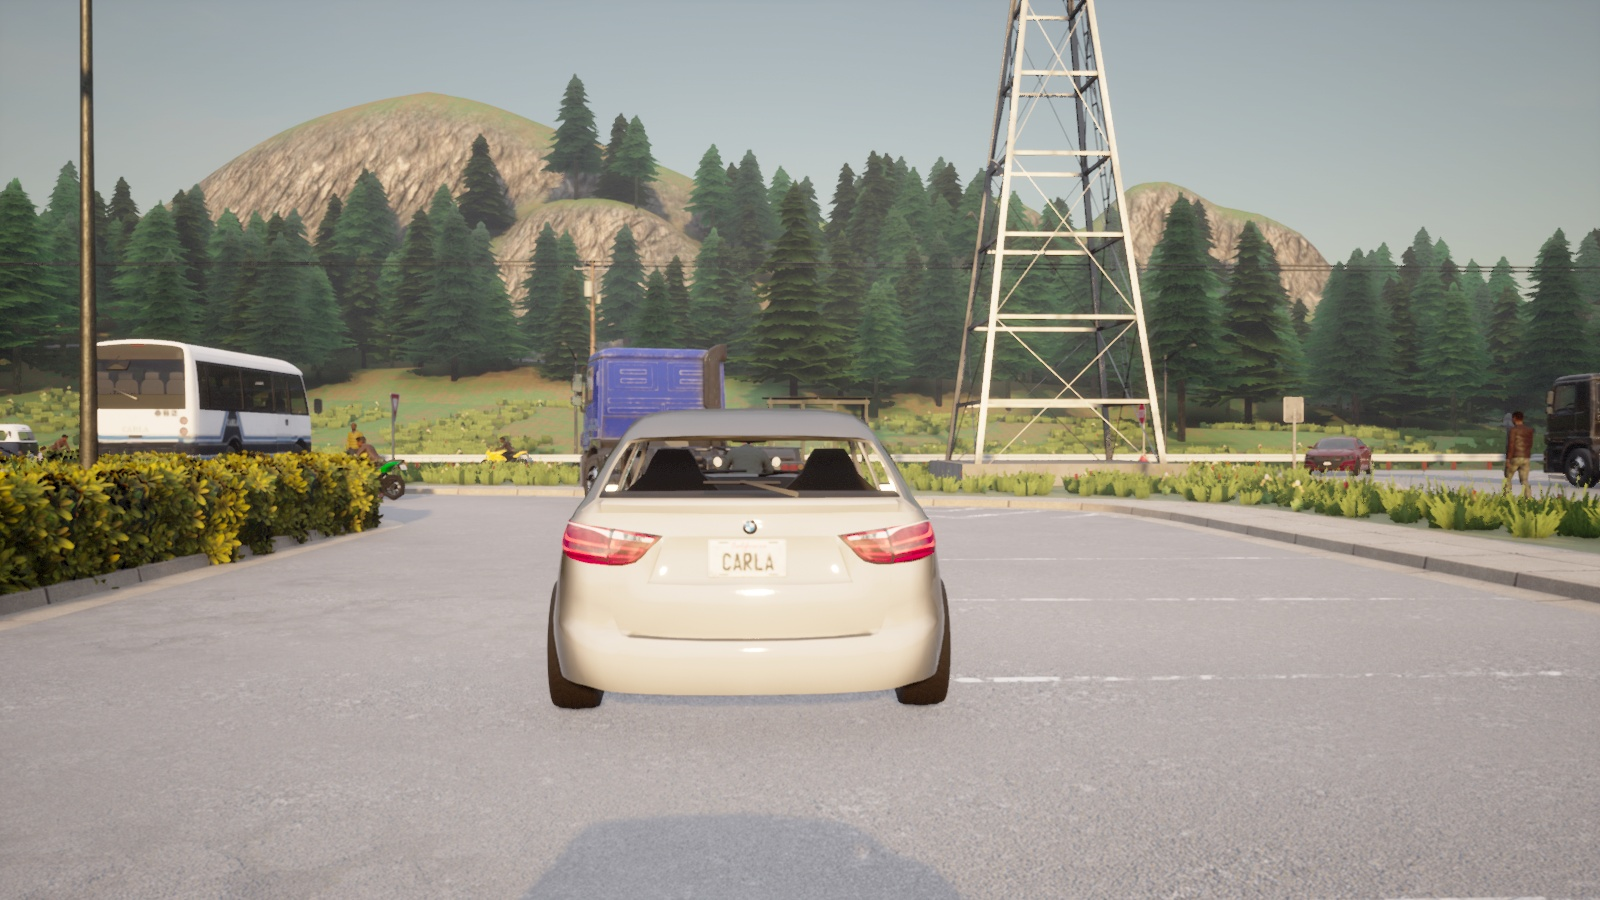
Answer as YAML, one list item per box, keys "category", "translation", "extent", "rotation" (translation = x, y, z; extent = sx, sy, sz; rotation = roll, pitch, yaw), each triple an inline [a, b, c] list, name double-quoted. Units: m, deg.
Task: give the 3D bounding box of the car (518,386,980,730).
- category: "car"
  translation: [-0.339, 0.500, 8.418]
  extent: [2.242, 1.667, 4.611]
  rotation: [0, 1, -2]

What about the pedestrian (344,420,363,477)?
- category: "pedestrian"
  translation: [-14.598, -0.054, 41.093]
  extent: [0.370, 1.835, 0.726]
  rotation: [0, 1, 0]

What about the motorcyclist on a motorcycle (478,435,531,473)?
- category: "motorcyclist on a motorcycle"
  translation: [-12.373, 0.156, 52.612]
  extent: [2.044, 1.523, 0.797]
  rotation: [1, 1, -2]

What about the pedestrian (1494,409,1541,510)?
- category: "pedestrian"
  translation: [13.260, 0.171, 23.229]
  extent: [0.431, 1.840, 0.703]
  rotation: [0, 1, -3]

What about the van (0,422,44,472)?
- category: "van"
  translation: [-34.104, -0.125, 51.869]
  extent: [4.480, 2.038, 2.069]
  rotation: [0, 1, -2]

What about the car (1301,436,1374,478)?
- category: "car"
  translation: [21.005, 0.231, 48.949]
  extent: [1.882, 1.535, 5.008]
  rotation: [0, 0, 32]

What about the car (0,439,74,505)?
- category: "car"
  translation: [-18.405, 0.477, 27.534]
  extent: [2.033, 1.411, 5.357]
  rotation: [0, 1, -2]

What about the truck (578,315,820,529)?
- category: "truck"
  translation: [-2.298, -0.500, 24.560]
  extent: [2.891, 3.462, 7.936]
  rotation: [0, 1, -19]

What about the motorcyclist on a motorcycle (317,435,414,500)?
- category: "motorcyclist on a motorcycle"
  translation: [-10.298, 0.398, 29.795]
  extent: [2.044, 1.523, 0.797]
  rotation: [0, 1, 9]

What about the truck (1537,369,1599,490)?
- category: "truck"
  translation: [24.267, -0.573, 34.634]
  extent: [2.891, 3.462, 7.936]
  rotation: [0, 1, -3]

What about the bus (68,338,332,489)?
- category: "bus"
  translation: [-18.827, -1.085, 40.546]
  extent: [3.944, 4.253, 10.273]
  rotation: [0, 1, -2]
